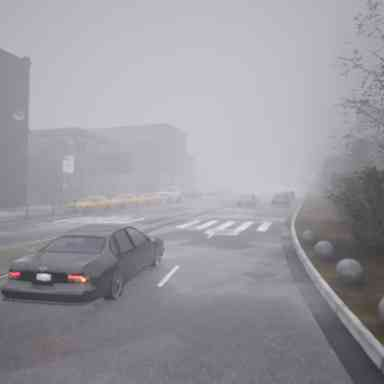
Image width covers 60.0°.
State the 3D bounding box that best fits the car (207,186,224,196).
[{"bbox_3d":[4.086,0.040,65.828,2.231,1.521,4.892,0,1,19],"label":"car"}]

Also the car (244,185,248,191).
[{"bbox_3d":[13.228,-0.778,91.778,2.185,1.767,4.553,0,1,19],"label":"car"}]

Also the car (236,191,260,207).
[{"bbox_3d":[6.255,0.895,36.646,1.895,1.301,4.718,0,1,20],"label":"car"}]

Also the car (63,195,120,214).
[{"bbox_3d":[-8.876,1.017,29.067,1.946,1.575,5.366,0,1,20],"label":"car"}]

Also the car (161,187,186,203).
[{"bbox_3d":[-3.266,0.343,44.951,2.435,2.045,5.566,0,1,19],"label":"car"}]

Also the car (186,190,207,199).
[{"bbox_3d":[0.400,0.347,55.375,2.163,1.488,4.792,0,1,19],"label":"car"}]

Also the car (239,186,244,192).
[{"bbox_3d":[11.322,-0.511,86.367,1.946,1.575,5.366,0,1,19],"label":"car"}]

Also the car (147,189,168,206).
[{"bbox_3d":[-5.197,0.737,39.481,1.946,1.575,5.366,0,1,19],"label":"car"}]

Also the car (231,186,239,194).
[{"bbox_3d":[8.986,-0.335,79.906,2.231,1.521,4.892,0,1,20],"label":"car"}]

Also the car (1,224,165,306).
[{"bbox_3d":[-2.190,1.534,8.370,2.033,1.411,5.357,0,1,10],"label":"car"}]

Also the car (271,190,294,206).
[{"bbox_3d":[10.291,0.788,38.165,1.994,1.385,4.181,0,2,20],"label":"car"}]

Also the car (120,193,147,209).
[{"bbox_3d":[-7.032,0.876,34.271,1.946,1.575,5.366,0,1,19],"label":"car"}]

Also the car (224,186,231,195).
[{"bbox_3d":[5.908,-0.350,70.998,2.435,2.045,5.566,0,1,19],"label":"car"}]
